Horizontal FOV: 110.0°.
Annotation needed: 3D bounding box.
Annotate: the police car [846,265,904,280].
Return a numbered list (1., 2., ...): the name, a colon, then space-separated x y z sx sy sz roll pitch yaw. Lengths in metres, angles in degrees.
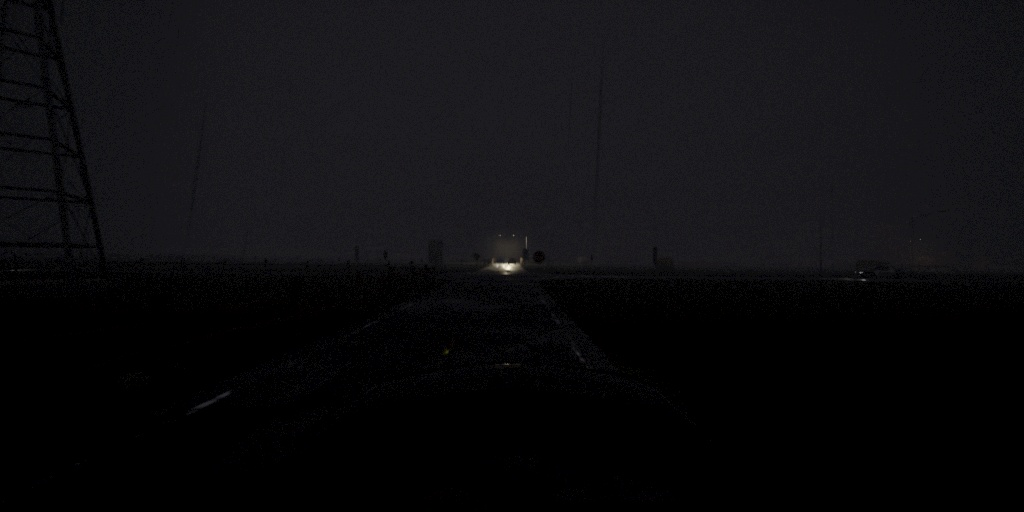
1. police car: 39.197 1.748 38.904 4.974 1.542 2.038 1 -1 -1

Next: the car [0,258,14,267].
1. car: -51.924 0.576 35.034 4.892 1.490 1.837 1 -1 -1
